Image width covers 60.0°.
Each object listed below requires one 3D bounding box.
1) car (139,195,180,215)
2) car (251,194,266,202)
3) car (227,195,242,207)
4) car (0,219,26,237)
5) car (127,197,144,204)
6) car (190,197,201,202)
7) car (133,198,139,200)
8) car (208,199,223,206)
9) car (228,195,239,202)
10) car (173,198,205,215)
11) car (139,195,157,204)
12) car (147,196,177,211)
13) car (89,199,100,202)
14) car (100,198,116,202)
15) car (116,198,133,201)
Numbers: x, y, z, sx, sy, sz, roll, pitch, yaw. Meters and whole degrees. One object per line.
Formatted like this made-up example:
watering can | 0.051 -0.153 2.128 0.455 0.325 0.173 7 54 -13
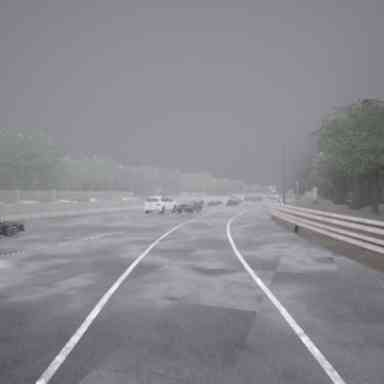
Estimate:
car | -3.694 1.563 39.211 2.150 2.045 5.566 -1 0 19
car | 18.434 1.712 92.064 2.150 2.045 5.566 -1 0 19
car | 7.741 1.883 61.377 1.837 1.490 4.892 -1 0 19
car | -11.354 1.828 17.228 2.033 1.411 5.357 -1 0 19
car | -14.179 2.146 83.561 1.882 1.535 5.008 -1 0 19
car | 1.059 2.140 95.375 1.812 1.442 4.674 -1 0 19
car | -9.320 2.129 65.599 1.895 1.301 4.718 -1 0 19
car | 4.445 2.009 62.549 1.895 1.301 4.718 -1 0 19
car | 11.824 1.775 94.367 2.150 2.045 5.566 -1 0 19
car | -0.153 1.817 38.728 1.837 1.490 4.892 -1 0 19
car | -10.785 1.863 82.670 2.150 2.045 5.566 -1 0 19
car | -4.286 1.617 48.150 2.150 2.045 5.566 -1 0 19
car | -19.390 2.103 68.610 1.882 1.535 5.008 -1 0 19
car | -15.975 1.950 67.775 2.097 1.767 4.553 -1 0 19
car | -12.650 2.159 66.678 1.895 1.301 4.718 -1 0 19
